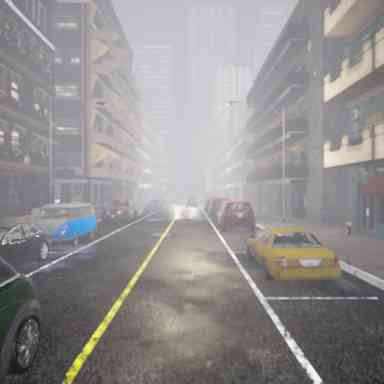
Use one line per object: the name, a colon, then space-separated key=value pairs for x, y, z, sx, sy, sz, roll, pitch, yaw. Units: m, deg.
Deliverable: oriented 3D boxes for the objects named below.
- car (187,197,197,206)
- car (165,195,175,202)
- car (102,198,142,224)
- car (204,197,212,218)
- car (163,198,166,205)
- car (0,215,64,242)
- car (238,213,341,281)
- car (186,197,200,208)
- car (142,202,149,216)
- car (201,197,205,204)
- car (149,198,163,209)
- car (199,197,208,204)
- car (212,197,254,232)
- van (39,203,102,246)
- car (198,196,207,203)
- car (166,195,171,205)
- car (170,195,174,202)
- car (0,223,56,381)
car: x=-0.039 y=1.804 z=65.106 sx=1.882 sy=1.535 sz=5.008 roll=0 pitch=0 yaw=0
car: x=-5.756 y=1.760 z=88.120 sx=2.192 sy=1.841 sz=5.009 roll=-1 pitch=0 yaw=0
car: x=-5.710 y=1.448 z=26.498 sx=2.192 sy=1.841 sz=5.009 roll=-1 pitch=0 yaw=0
car: x=2.657 y=1.476 z=32.076 sx=2.192 sy=1.841 sz=5.009 roll=-1 pitch=0 yaw=0
car: x=-5.733 y=1.856 z=54.506 sx=1.802 sy=1.307 sz=4.206 roll=-1 pitch=0 yaw=0
car: x=-5.674 y=1.600 z=9.691 sx=2.008 sy=1.369 sz=4.403 roll=-1 pitch=0 yaw=0
car: x=2.673 y=1.575 z=9.837 sx=1.752 sy=1.417 sz=4.829 roll=-1 pitch=0 yaw=0
car: x=-0.033 y=1.878 z=55.127 sx=1.895 sy=1.301 sz=4.718 roll=0 pitch=0 yaw=0
car: x=-5.727 y=1.711 z=32.099 sx=2.008 sy=1.369 sz=4.403 roll=-1 pitch=0 yaw=0
car: x=2.651 y=1.532 z=43.280 sx=2.192 sy=1.841 sz=5.009 roll=-1 pitch=0 yaw=0
car: x=-5.729 y=1.827 z=48.904 sx=1.802 sy=1.307 sz=4.206 roll=-1 pitch=0 yaw=0
car: x=2.634 y=1.954 z=76.891 sx=1.947 sy=1.339 sz=4.313 roll=-1 pitch=0 yaw=0
car: x=2.664 y=1.420 z=20.872 sx=2.192 sy=1.841 sz=5.009 roll=-1 pitch=0 yaw=0
van: x=-5.680 y=1.418 z=15.294 sx=1.690 sy=1.788 sz=3.998 roll=-1 pitch=0 yaw=0
car: x=2.629 y=1.857 z=82.493 sx=1.967 sy=1.590 sz=4.097 roll=-1 pitch=0 yaw=0
car: x=-5.739 y=1.881 z=65.711 sx=2.008 sy=1.369 sz=4.403 roll=-1 pitch=0 yaw=0
car: x=-5.746 y=1.938 z=76.914 sx=2.008 sy=1.369 sz=4.403 roll=-1 pitch=0 yaw=0
car: x=-3.085 y=1.366 z=2.586 sx=2.097 sy=1.767 sz=4.553 roll=0 pitch=0 yaw=0
